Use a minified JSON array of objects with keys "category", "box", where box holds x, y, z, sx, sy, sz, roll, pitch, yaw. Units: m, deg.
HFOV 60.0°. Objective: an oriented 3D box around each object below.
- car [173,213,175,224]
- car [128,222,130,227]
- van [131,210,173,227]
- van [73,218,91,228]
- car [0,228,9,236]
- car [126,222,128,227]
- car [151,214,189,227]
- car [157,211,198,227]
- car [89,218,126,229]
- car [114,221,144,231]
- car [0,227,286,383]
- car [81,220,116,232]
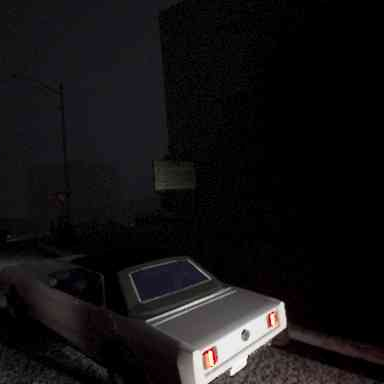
[{"category":"car","box":[-4.207,3.917,45.138,4.792,1.488,2.163,-6,-7,22]},{"category":"car","box":[-12.650,5.847,57.384,5.366,1.575,1.946,-6,-7,22]},{"category":"van","box":[-5.203,3.449,42.564,4.442,1.987,1.878,-6,-7,22]},{"category":"van","box":[-15.833,4.891,49.574,4.442,1.987,1.878,-6,-7,22]},{"category":"car","box":[-13.768,2.871,22.309,1.895,1.301,4.718,-4,-4,-18]},{"category":"car","box":[-13.570,5.444,54.632,4.553,1.767,2.185,-6,-7,22]},{"category":"car","box":[-3.158,4.122,47.761,5.008,1.535,2.097,-6,-7,21]},{"category":"car","box":[-2.156,4.116,50.318,5.566,2.045,2.435,-6,-7,22]},{"category":"car","box":[-11.866,4.689,46.833,1.895,1.301,4.718,-6,-7,22]},{"category":"car","box":[-11.385,6.107,59.869,4.792,1.488,2.163,-6,-7,22]},{"category":"car","box":[-1.157,1.539,5.065,4.718,1.301,1.895,1,2,41]},{"category":"car","box":[-14.659,5.328,52.064,5.008,1.535,2.097,-6,-7,22]}]
